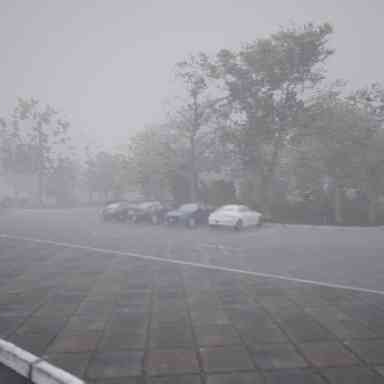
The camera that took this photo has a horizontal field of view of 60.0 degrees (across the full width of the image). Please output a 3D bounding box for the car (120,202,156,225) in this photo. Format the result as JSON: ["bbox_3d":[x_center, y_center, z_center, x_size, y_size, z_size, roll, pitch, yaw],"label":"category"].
[{"bbox_3d":[-2.486,1.480,24.316,2.231,1.521,4.892,0,0,36],"label":"car"}]

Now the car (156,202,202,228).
[{"bbox_3d":[0.183,1.474,22.422,2.097,1.535,5.008,0,0,36],"label":"car"}]

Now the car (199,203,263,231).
[{"bbox_3d":[2.740,1.510,20.585,2.002,1.452,4.674,0,0,36],"label":"car"}]

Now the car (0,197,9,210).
[{"bbox_3d":[-24.931,1.392,40.400,2.185,1.767,4.553,0,0,35],"label":"car"}]

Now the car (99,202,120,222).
[{"bbox_3d":[-5.150,1.523,26.223,2.002,1.452,4.674,0,0,36],"label":"car"}]
